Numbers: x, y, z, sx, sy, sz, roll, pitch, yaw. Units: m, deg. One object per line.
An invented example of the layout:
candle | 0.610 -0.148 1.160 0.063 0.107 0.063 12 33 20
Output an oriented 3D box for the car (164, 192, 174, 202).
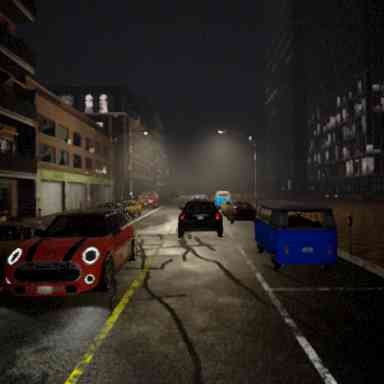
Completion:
car | -4.543 0.949 54.796 1.887 1.381 4.507 0 1 1

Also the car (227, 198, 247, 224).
car | 3.141 1.279 21.211 1.802 1.307 4.206 0 1 1

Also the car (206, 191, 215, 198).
car | 4.298 0.564 76.893 1.887 1.381 4.507 0 1 1

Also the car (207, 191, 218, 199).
car | 4.067 0.594 65.755 1.967 1.590 4.097 0 1 1

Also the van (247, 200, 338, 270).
van | 2.910 1.176 10.074 1.690 1.788 3.998 0 1 1

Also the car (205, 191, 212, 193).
car | 0.895 1.011 38.666 2.128 1.511 4.902 -1 1 1

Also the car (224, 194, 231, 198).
car | 3.260 1.152 26.949 1.752 1.417 4.829 0 1 1

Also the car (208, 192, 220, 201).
car | 3.950 0.766 60.188 1.887 1.381 4.507 0 1 1

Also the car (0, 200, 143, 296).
car | -2.823 1.284 8.714 2.097 1.767 4.553 -1 1 1

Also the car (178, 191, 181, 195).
car | -4.080 0.680 77.069 1.887 1.381 4.507 0 1 1

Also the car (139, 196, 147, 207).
car | -5.124 1.272 26.786 1.752 1.417 4.829 0 1 1

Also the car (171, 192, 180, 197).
car | -3.964 0.634 82.638 1.947 1.339 4.313 0 1 1

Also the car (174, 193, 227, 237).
car | 0.423 1.139 16.911 2.097 1.767 4.553 -1 1 1

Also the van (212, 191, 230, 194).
van | 3.488 0.833 37.914 1.690 1.788 3.998 0 1 1

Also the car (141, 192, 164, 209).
car | -4.889 0.923 38.089 2.192 1.841 5.009 0 1 1

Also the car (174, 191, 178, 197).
car | -4.311 0.852 65.934 1.802 1.307 4.206 0 1 1

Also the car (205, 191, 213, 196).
car | 4.529 0.435 88.029 2.008 1.369 4.403 0 1 1

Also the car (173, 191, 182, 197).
car | -3.848 0.441 88.204 1.967 1.590 4.097 0 1 1
